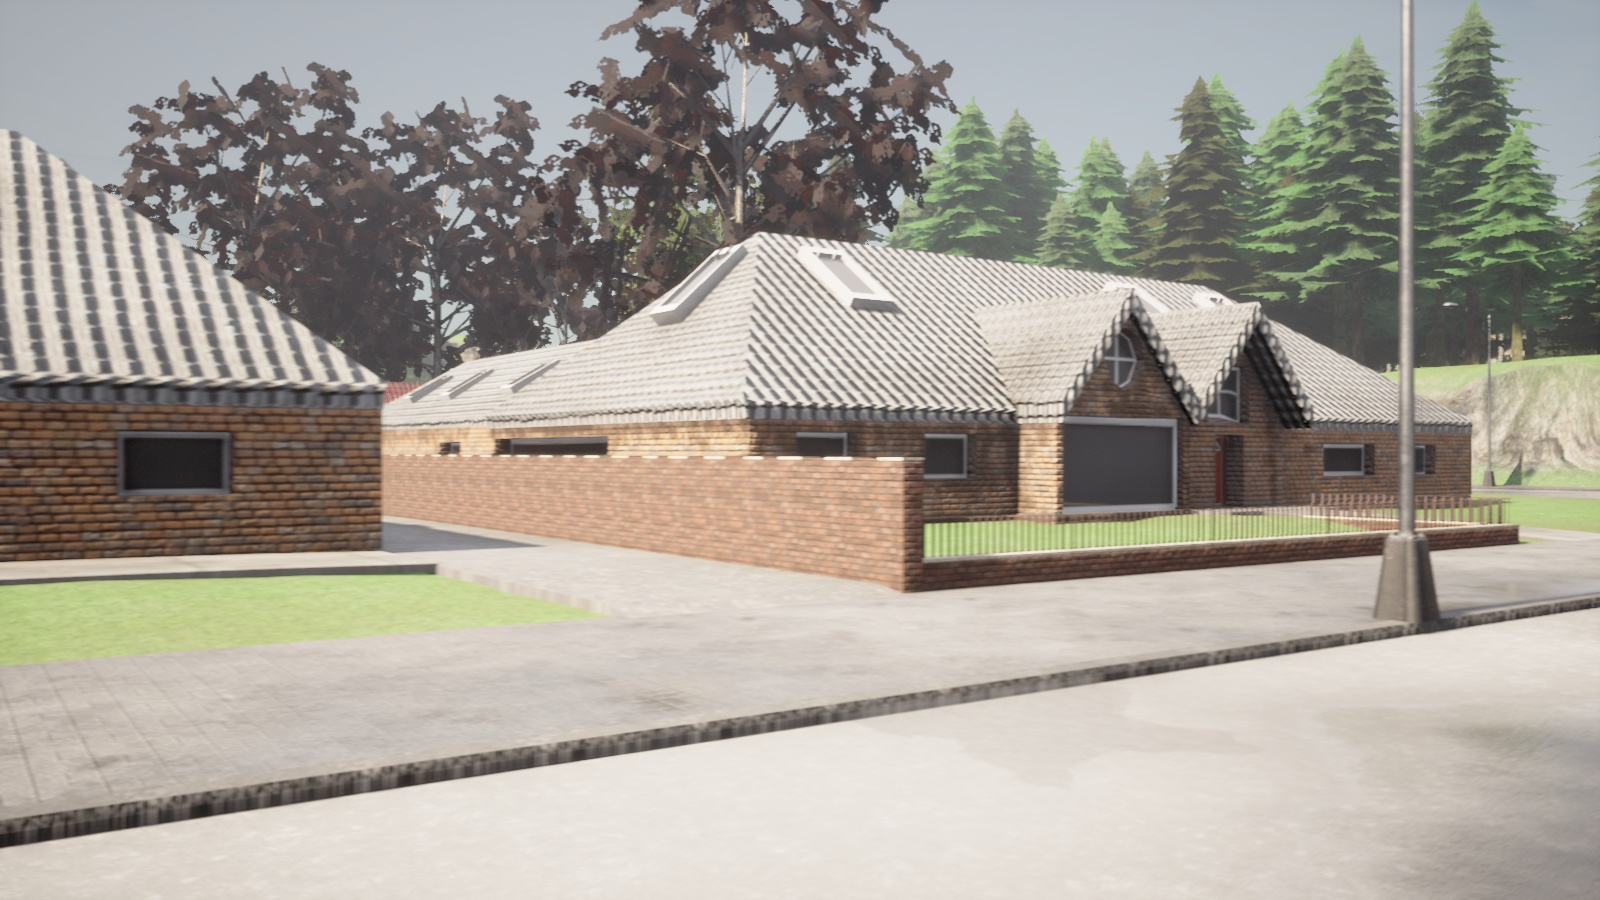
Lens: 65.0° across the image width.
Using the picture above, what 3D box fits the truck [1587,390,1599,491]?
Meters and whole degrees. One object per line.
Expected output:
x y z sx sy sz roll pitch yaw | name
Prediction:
33.405 -0.380 44.967 2.891 3.827 8.468 0 0 -30 | truck
